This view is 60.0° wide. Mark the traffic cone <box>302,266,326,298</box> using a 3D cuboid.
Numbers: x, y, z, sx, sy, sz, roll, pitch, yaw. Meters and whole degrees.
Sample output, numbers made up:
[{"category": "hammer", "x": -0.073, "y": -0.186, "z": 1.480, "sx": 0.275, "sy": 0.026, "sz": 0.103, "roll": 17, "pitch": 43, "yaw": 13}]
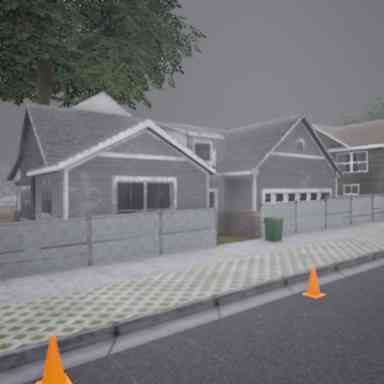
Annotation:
[{"category": "traffic cone", "x": 2.465, "y": 1.791, "z": 6.739, "sx": 0.340, "sy": 0.580, "sz": 0.340, "roll": -2, "pitch": 1, "yaw": -36}]

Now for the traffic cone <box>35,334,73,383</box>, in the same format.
[{"category": "traffic cone", "x": -1.587, "y": 1.931, "z": 3.814, "sx": 0.340, "sy": 0.580, "sz": 0.340, "roll": -2, "pitch": 1, "yaw": -36}]
